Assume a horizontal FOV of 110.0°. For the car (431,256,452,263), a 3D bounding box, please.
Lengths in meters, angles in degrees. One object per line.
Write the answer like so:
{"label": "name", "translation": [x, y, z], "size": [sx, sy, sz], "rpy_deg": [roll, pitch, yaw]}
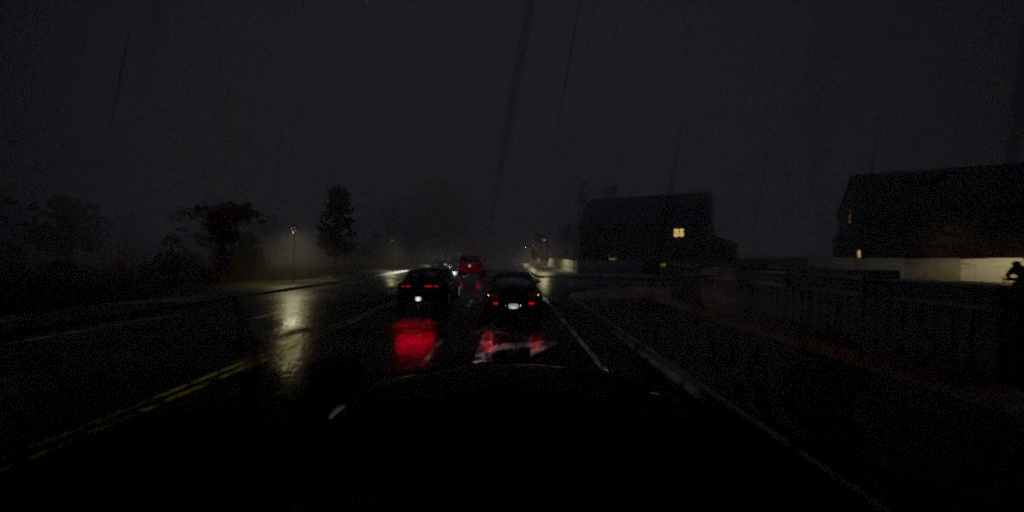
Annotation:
{"label": "car", "translation": [-10.489, 1.104, 51.913], "size": [2.128, 1.511, 4.902], "rpy_deg": [0, 0, 0]}

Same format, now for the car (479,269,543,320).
{"label": "car", "translation": [0.024, 1.247, 12.437], "size": [1.812, 1.442, 4.674], "rpy_deg": [0, 0, 0]}

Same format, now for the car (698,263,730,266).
{"label": "car", "translation": [11.661, 1.168, 20.186], "size": [4.892, 1.490, 1.837], "rpy_deg": [0, -1, 27]}

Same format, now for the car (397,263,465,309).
{"label": "car", "translation": [-3.268, 1.222, 14.792], "size": [1.837, 1.490, 4.892], "rpy_deg": [0, 0, -1]}

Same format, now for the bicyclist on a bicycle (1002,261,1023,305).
{"label": "bicyclist on a bicycle", "translation": [18.211, 1.012, 12.878], "size": [0.582, 1.620, 1.656], "rpy_deg": [0, 1, 30]}

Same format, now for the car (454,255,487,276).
{"label": "car", "translation": [-3.522, 0.890, 32.172], "size": [2.150, 2.045, 5.566], "rpy_deg": [0, 0, -1]}

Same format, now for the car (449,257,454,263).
{"label": "car", "translation": [-7.228, 1.215, 50.793], "size": [1.895, 1.301, 4.718], "rpy_deg": [0, 0, 0]}
